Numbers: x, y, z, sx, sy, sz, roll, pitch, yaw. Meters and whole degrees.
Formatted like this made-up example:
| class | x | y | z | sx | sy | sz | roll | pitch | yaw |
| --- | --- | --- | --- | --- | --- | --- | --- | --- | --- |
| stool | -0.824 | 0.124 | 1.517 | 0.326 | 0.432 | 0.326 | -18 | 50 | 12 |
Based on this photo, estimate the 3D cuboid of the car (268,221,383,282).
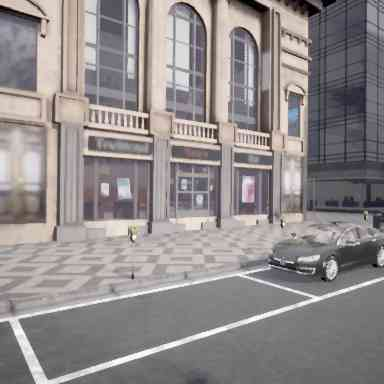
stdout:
| class | x | y | z | sx | sy | sz | roll | pitch | yaw |
| --- | --- | --- | --- | --- | --- | --- | --- | --- | --- |
| car | 4.076 | 1.553 | 9.661 | 4.403 | 1.369 | 2.008 | 0 | 1 | -35 |
